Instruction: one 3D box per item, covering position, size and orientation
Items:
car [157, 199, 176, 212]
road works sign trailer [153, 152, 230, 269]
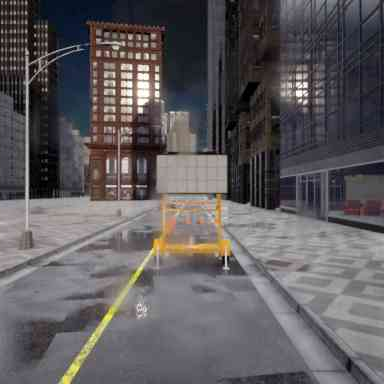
[{"bbox_3d":[-3.010,1.559,39.519,1.812,1.442,4.674,0,0,0],"label":"car"},{"bbox_3d":[-0.002,0.465,11.085,2.380,3.560,2.880,0,0,0],"label":"road works sign trailer"}]
